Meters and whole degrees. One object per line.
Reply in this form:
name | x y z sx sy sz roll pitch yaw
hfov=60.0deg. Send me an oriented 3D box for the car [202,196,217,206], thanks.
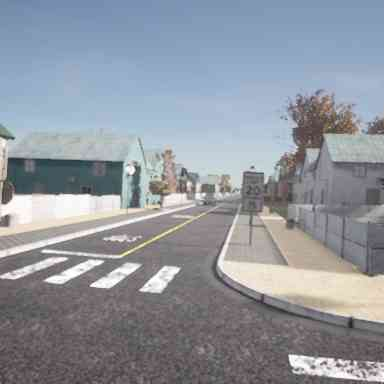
car | 2.739 1.331 50.770 1.837 1.490 4.892 3 0 9
